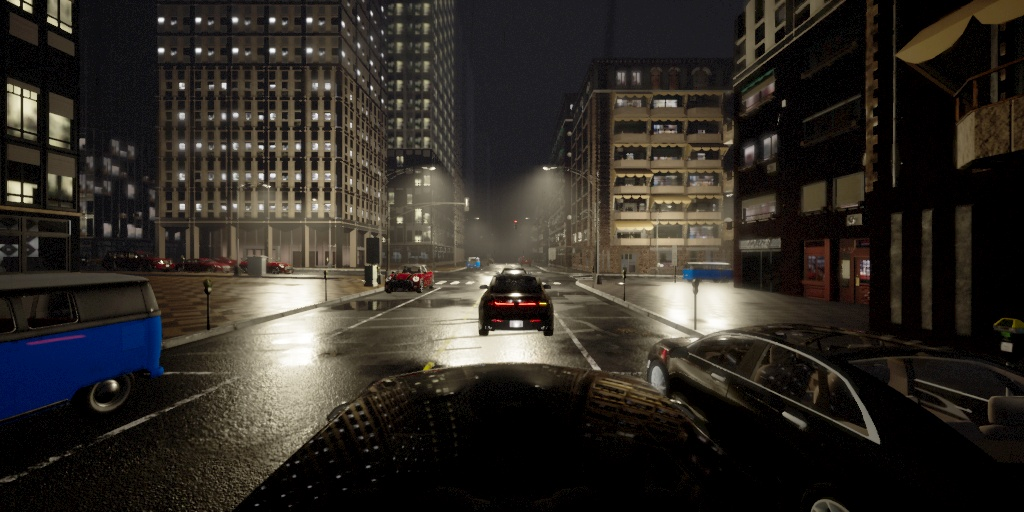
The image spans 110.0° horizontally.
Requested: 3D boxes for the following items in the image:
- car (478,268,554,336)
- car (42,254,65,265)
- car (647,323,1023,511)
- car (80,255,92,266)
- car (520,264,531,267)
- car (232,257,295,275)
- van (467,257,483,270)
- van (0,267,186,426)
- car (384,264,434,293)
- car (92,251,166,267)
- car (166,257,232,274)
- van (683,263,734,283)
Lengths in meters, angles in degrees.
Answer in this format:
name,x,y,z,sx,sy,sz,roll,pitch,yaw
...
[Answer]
name,x,y,z,sx,sy,sz,roll,pitch,yaw
car,0.102,1.255,10.364,1.837,1.490,4.892,0,0,0
car,-49.102,0.399,39.315,4.313,1.339,1.948,0,0,0
car,2.692,1.300,3.280,2.007,1.370,4.403,0,0,0
car,-43.696,0.466,39.327,4.829,1.417,1.751,0,0,0
car,0.102,1.316,19.157,1.994,1.385,4.181,0,0,0
car,-21.144,0.822,30.995,4.097,1.591,1.967,0,0,0
van,-5.686,1.105,52.701,1.690,1.789,3.998,0,0,0
van,-5.688,1.091,3.281,1.690,1.789,3.998,0,0,0
car,-5.688,1.192,20.227,1.967,1.591,4.097,0,0,0
car,-32.292,0.482,30.971,5.009,1.841,2.192,0,0,0
car,-26.718,0.857,30.983,4.207,1.307,1.802,0,0,0
van,16.915,1.457,30.943,3.998,1.789,1.690,0,0,0
